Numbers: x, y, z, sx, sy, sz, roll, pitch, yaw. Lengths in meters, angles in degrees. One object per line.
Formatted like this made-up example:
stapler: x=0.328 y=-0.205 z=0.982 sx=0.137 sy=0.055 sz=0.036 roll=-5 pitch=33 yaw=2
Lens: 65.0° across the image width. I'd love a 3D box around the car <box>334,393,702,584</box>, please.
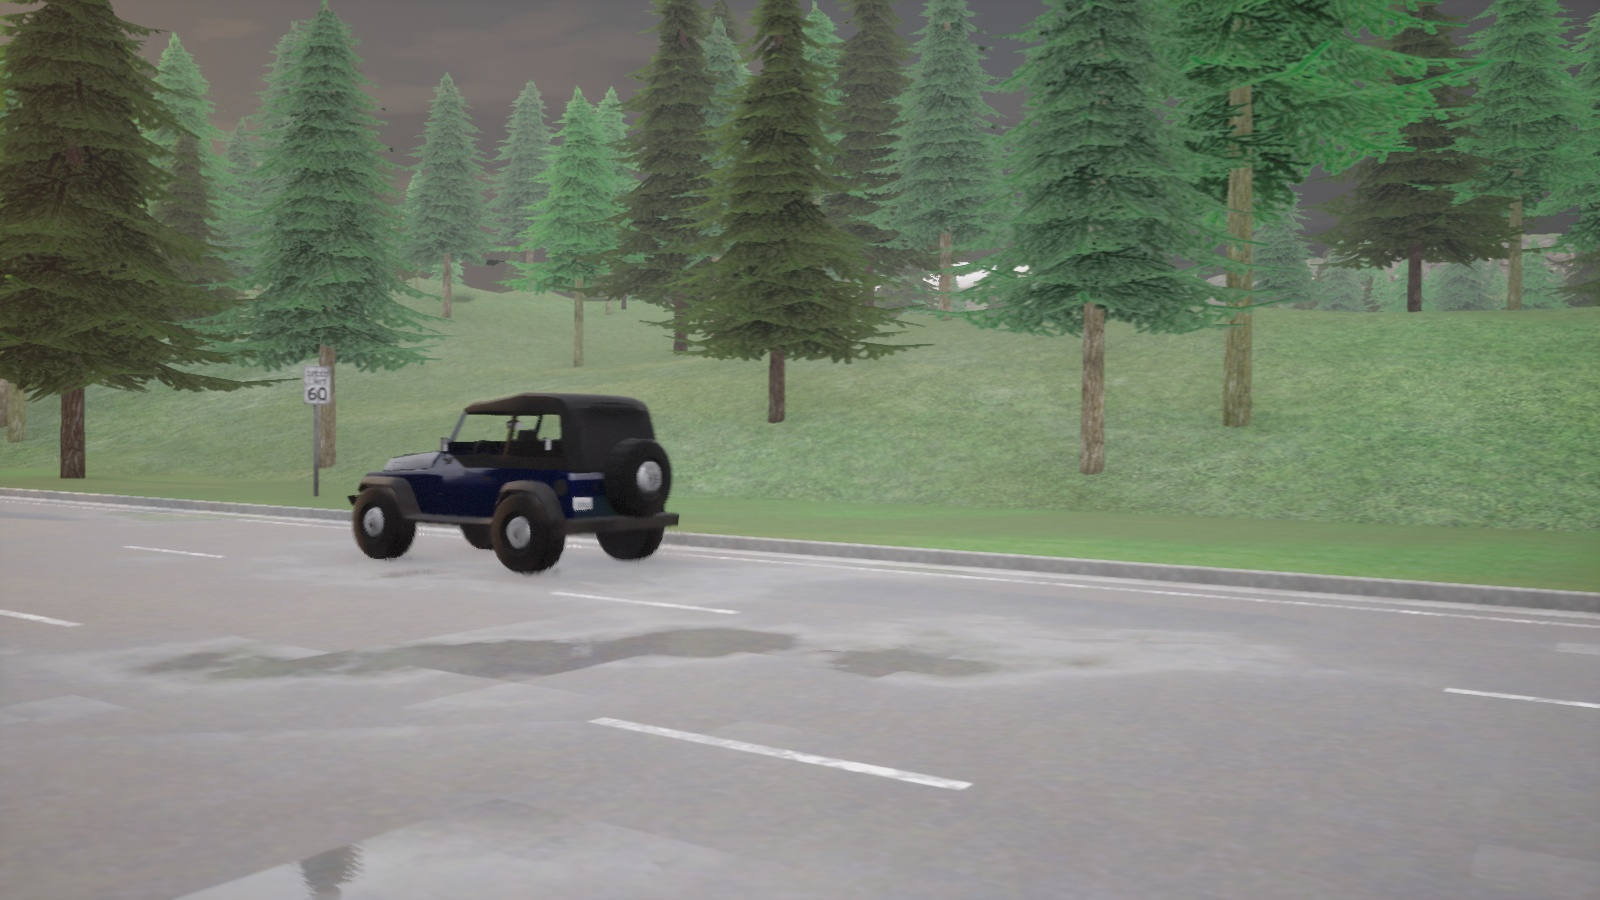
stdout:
car: x=-3.233 y=0.365 z=14.208 sx=3.866 sy=1.878 sz=1.905 roll=0 pitch=1 yaw=34
